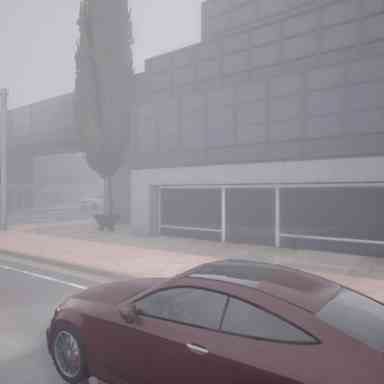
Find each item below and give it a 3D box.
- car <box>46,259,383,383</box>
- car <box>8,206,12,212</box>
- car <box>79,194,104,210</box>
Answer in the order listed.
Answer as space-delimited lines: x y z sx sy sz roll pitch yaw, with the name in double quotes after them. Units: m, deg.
0.321 1.526 3.737 4.674 1.442 1.812 0 0 35 "car"
-20.069 1.601 31.823 1.895 1.301 4.718 0 0 36 "car"
-11.878 1.222 43.258 2.150 2.045 5.566 0 0 36 "car"
